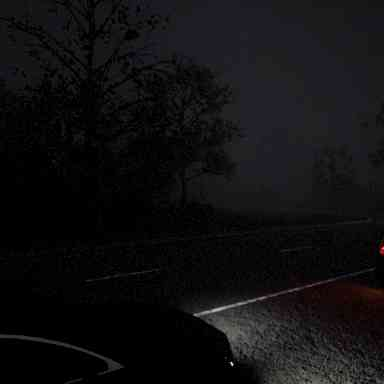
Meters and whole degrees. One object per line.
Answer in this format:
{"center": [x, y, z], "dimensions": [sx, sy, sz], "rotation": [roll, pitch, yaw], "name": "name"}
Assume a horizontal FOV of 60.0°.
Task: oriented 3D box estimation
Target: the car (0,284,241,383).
{"center": [-1.784, 1.505, 2.442], "dimensions": [4.892, 1.490, 1.837], "rotation": [0, 0, -36], "name": "car"}

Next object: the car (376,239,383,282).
{"center": [6.669, 1.352, 8.374], "dimensions": [4.553, 1.767, 2.097], "rotation": [0, 0, -35], "name": "car"}
